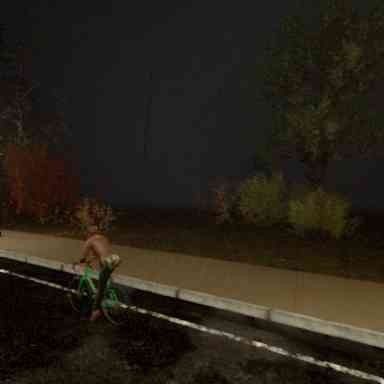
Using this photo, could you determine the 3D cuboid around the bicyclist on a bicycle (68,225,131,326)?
[{"bbox_3d":[-1.654,1.418,5.792,1.656,1.620,0.582,0,0,35],"label":"bicyclist on a bicycle"}]
